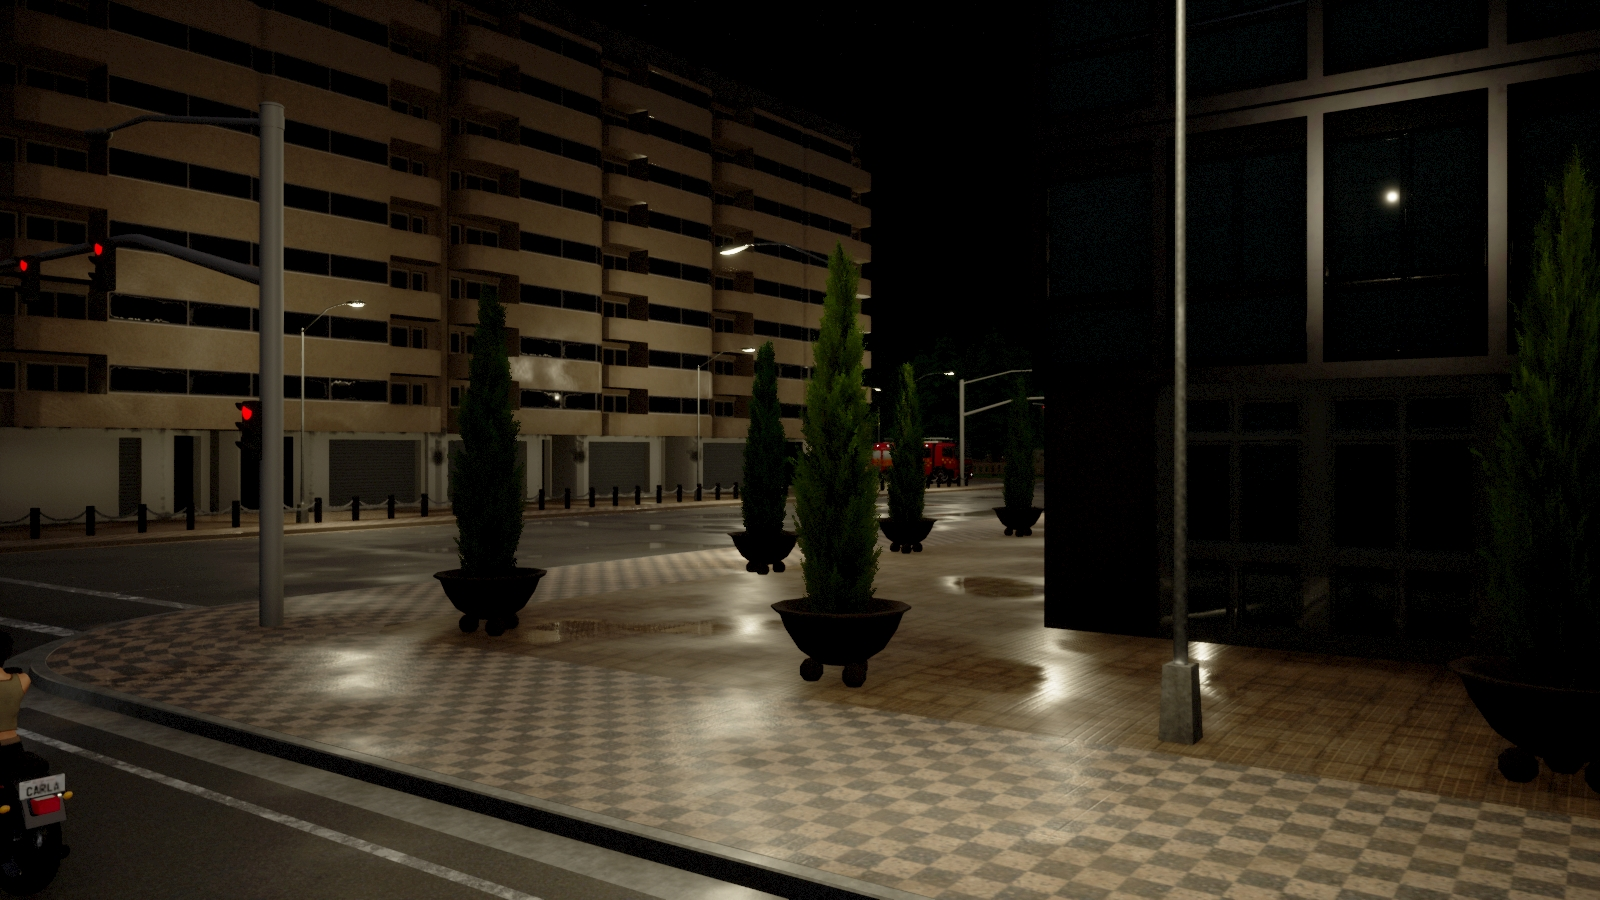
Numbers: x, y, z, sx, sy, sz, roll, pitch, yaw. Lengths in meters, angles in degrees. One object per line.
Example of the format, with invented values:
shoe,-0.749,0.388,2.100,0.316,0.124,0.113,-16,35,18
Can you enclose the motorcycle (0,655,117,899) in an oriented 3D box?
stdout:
motorcycle,-5.562,2.151,7.682,2.356,1.307,0.764,0,0,35
